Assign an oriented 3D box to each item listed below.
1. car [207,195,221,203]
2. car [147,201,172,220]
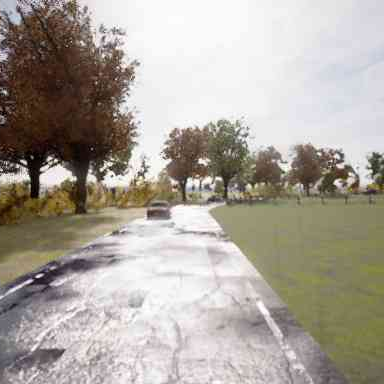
[{"bbox_3d":[4.628,1.443,69.835,1.837,1.490,4.892,0,1,24],"label":"car"},{"bbox_3d":[-2.807,1.530,29.407,1.882,1.535,5.008,0,0,1],"label":"car"}]
